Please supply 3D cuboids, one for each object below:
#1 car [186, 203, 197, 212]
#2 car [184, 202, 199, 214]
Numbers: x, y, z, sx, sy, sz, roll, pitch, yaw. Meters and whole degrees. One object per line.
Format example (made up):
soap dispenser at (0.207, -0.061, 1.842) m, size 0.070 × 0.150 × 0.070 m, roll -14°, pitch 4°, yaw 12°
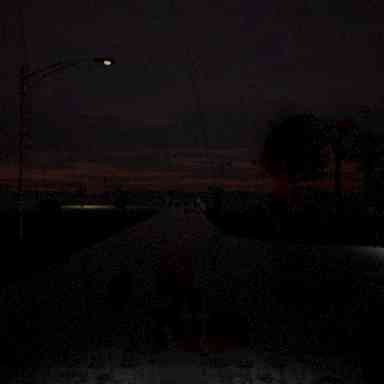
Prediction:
car at (-0.052, 2.722, 58.958) m, size 1.812 × 1.442 × 4.674 m, roll 0°, pitch -1°, yaw 0°
car at (-0.023, 2.283, 48.018) m, size 2.097 × 1.767 × 4.553 m, roll 0°, pitch -1°, yaw 0°
